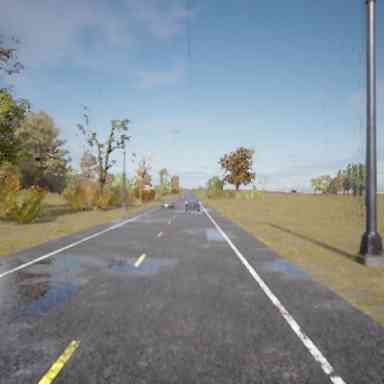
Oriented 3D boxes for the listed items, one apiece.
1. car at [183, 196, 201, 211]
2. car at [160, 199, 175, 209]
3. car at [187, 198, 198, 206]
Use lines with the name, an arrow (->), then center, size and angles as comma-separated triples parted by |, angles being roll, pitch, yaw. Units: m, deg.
car -> 0.091, 1.719, 43.954 | 2.128, 1.511, 4.902 | 0, 0, 0
car -> -3.584, 1.745, 49.343 | 2.128, 1.511, 4.902 | 0, 0, 0
car -> 0.087, 1.885, 63.129 | 1.994, 1.385, 4.181 | 0, 0, 0
